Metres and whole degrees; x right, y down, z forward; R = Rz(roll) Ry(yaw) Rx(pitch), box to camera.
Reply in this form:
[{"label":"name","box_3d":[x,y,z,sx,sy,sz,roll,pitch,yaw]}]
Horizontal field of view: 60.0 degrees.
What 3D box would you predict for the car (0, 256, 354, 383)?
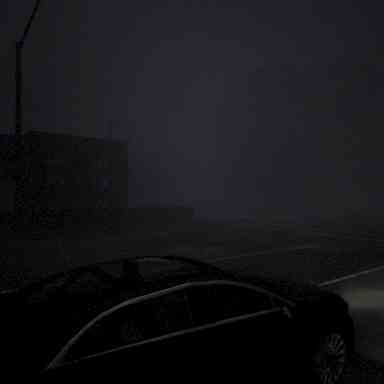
[{"label":"car","box_3d":[-0.167,1.492,3.620,4.902,1.511,2.128,0,0,-35]}]
